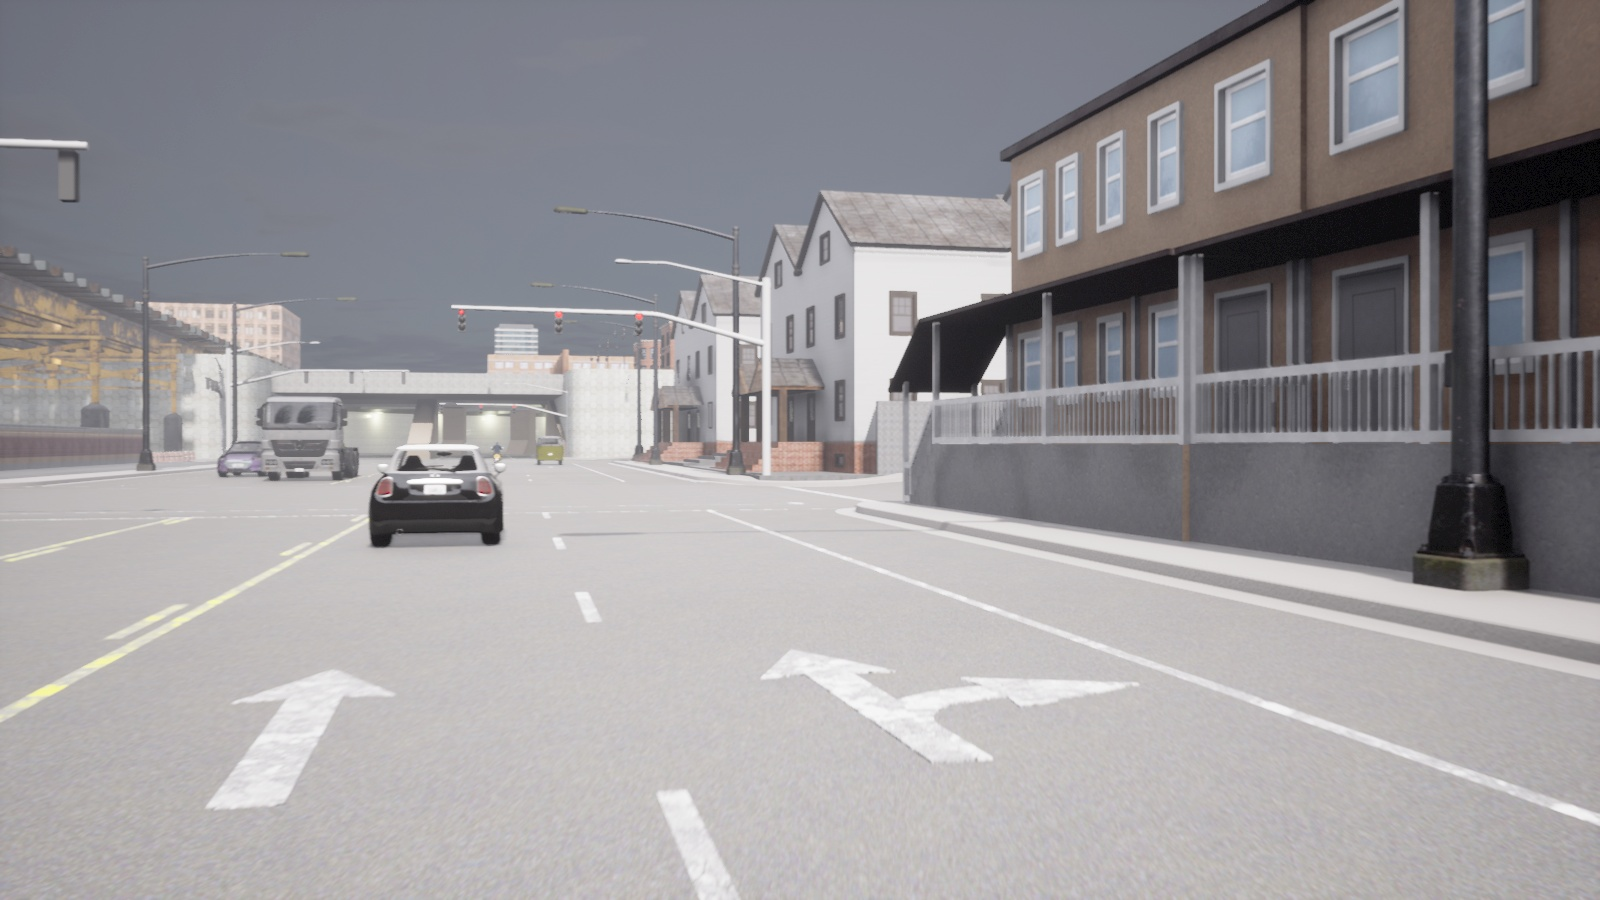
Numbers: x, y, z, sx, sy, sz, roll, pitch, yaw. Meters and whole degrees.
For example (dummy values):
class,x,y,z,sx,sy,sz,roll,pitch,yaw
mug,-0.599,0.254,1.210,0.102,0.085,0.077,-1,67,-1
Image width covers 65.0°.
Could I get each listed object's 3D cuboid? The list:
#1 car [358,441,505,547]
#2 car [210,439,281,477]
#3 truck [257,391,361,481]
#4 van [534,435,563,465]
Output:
class,x,y,z,sx,sy,sz,roll,pitch,yaw
car,-5.620,0.596,19.548,1.970,1.475,3.806,0,0,-13
car,-24.816,0.335,56.367,2.033,1.649,4.856,0,0,-13
truck,-20.331,-0.551,52.473,2.891,3.462,7.936,0,0,-13
van,-17.319,-0.008,86.371,1.775,1.987,4.442,0,0,-13
